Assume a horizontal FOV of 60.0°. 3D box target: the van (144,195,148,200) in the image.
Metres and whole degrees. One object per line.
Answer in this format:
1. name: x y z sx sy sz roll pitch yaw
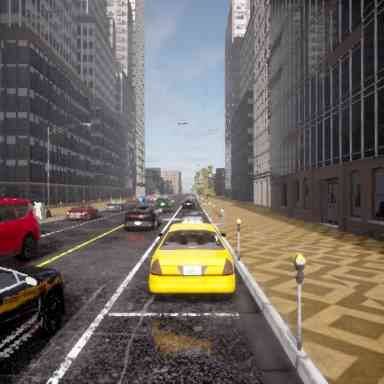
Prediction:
1. van: -8.832 1.315 55.645 1.690 1.788 3.998 0 0 0

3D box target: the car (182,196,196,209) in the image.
1. car: -0.452 1.548 44.248 1.947 1.339 4.313 0 0 0

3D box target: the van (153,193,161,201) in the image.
1. van: -8.832 1.285 84.106 1.690 1.788 3.998 0 0 0

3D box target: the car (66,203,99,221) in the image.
1. car: -8.833 1.575 27.183 1.802 1.307 4.206 0 0 0

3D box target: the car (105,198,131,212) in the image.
1. car: -8.833 1.537 38.569 2.008 1.369 4.403 0 0 0

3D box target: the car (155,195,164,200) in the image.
1. car: -8.833 1.504 89.799 1.947 1.339 4.313 0 0 0

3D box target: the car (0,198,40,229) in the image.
1. car: -6.245 1.221 9.114 2.150 2.045 5.566 0 0 0

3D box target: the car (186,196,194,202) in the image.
1. car: -0.452 1.533 78.399 1.802 1.307 4.206 0 0 0

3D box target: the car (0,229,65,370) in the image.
1. car: -3.044 1.492 3.688 2.128 1.511 4.902 0 0 0

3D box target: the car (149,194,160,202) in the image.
1. car: -8.832 1.391 78.413 1.967 1.590 4.097 0 0 0

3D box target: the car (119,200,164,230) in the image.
1. car: -3.044 1.500 21.099 1.837 1.490 4.892 0 0 0

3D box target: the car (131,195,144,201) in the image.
1. car: -8.833 1.523 49.953 1.887 1.381 4.507 0 0 0

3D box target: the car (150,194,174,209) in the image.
1. car: -3.147 1.338 37.863 2.097 1.767 4.553 0 0 0

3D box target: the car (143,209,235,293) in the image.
1. car: 0.004 1.456 8.839 1.801 1.575 5.366 0 0 0

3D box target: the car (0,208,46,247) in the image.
1. car: -8.833 1.563 15.800 1.947 1.339 4.313 0 0 0
